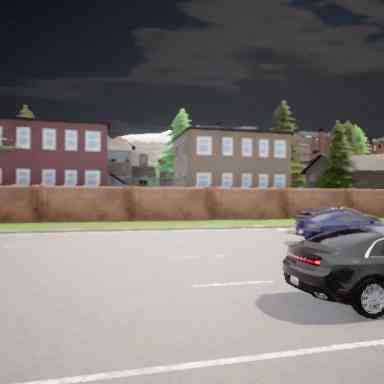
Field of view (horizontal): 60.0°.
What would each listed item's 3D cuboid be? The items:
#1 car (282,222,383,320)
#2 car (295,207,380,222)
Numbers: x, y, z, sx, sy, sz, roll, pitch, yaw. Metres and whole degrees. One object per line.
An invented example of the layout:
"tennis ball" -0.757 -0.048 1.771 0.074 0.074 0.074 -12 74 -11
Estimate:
"car" 4.359 1.529 7.089 4.892 1.490 1.837 1 0 -14
"car" 6.924 1.571 14.931 4.674 1.442 1.812 0 0 -14
